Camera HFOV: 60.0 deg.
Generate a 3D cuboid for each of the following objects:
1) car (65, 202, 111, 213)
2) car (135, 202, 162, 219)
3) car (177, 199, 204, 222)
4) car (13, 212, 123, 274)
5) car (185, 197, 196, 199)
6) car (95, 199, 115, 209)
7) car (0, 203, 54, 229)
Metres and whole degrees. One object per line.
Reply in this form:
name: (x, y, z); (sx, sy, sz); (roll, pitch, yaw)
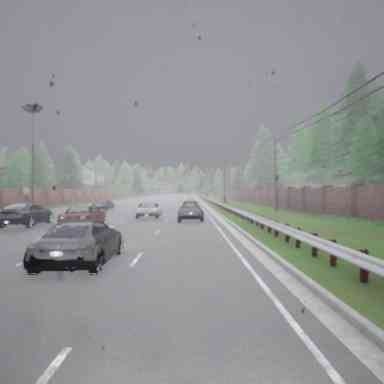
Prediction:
car: (-7.071, 1.554, 21.955); (1.895, 1.301, 4.718); (0, 0, 0)
car: (-3.624, 1.524, 28.612); (1.895, 1.301, 4.718); (0, 0, 0)
car: (-0.102, 1.486, 25.880); (1.994, 1.385, 4.181); (0, 0, 0)
car: (-3.476, 1.541, 10.483); (1.994, 1.385, 4.181); (0, 0, 0)
car: (-0.238, 1.349, 42.603); (1.882, 1.535, 5.008); (0, 0, 0)
car: (-10.718, 1.471, 40.224); (1.994, 1.385, 4.181); (0, 0, 0)
car: (-10.566, 1.469, 21.412); (1.837, 1.490, 4.892); (0, 0, 0)
